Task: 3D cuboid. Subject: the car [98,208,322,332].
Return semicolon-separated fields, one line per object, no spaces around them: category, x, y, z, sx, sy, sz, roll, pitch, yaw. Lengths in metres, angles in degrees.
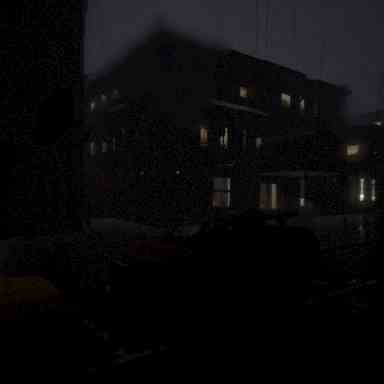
car;0.665;1.313;7.023;5.009;1.841;2.192;0;1;-35

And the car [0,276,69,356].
car;-3.979;1.522;3.712;4.829;1.417;1.752;0;1;-35
